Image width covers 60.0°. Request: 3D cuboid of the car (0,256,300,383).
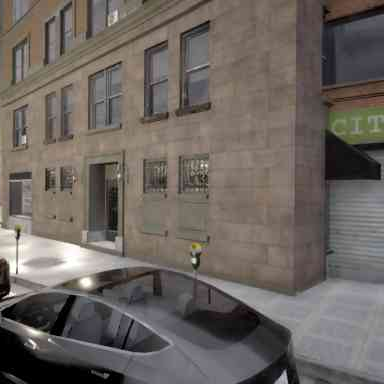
[{"bbox_3d":[-1.010,1.565,3.793,4.313,1.339,1.947,0,1,35],"label":"car"}]
